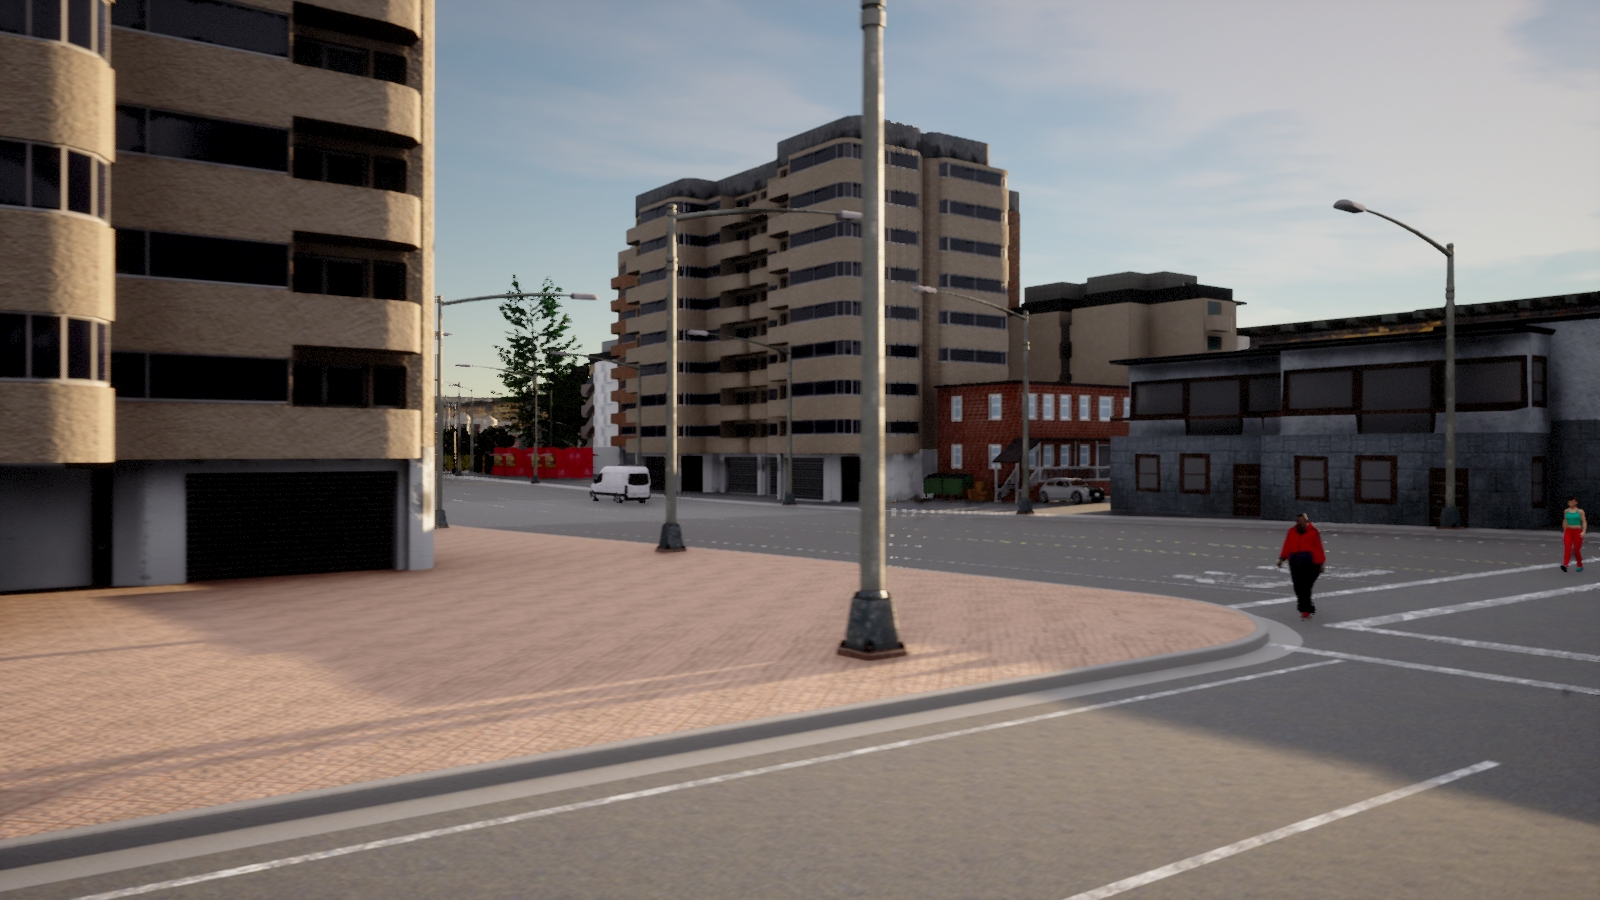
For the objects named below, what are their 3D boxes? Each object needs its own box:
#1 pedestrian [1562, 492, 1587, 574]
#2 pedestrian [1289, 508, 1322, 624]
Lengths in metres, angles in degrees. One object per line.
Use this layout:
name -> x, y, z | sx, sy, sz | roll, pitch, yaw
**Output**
pedestrian -> 18.064, 1.922, 26.643 | 0.375, 1.860, 0.375 | 0, 0, -35
pedestrian -> 8.283, 1.890, 18.737 | 0.375, 1.860, 0.375 | 0, 0, -42
